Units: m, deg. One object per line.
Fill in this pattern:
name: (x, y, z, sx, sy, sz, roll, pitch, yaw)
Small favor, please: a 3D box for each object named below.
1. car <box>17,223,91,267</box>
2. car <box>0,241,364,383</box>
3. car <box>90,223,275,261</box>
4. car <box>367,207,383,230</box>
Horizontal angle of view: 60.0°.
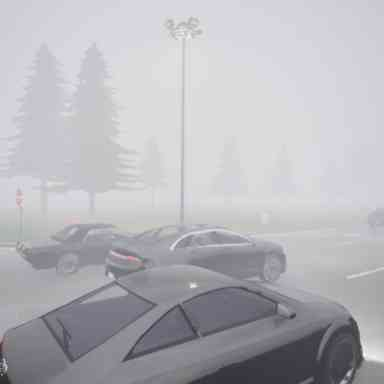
car: (-2.723, 1.637, 10.403, 4.718, 1.301, 1.895, 1, 0, -36)
car: (0.119, 1.586, 3.832, 4.181, 1.385, 1.994, 1, 0, -36)
car: (0.307, 1.540, 8.265, 4.902, 1.511, 2.128, 1, 0, -36)
car: (13.535, 1.727, 22.004, 4.902, 1.511, 2.128, 1, 0, -36)
